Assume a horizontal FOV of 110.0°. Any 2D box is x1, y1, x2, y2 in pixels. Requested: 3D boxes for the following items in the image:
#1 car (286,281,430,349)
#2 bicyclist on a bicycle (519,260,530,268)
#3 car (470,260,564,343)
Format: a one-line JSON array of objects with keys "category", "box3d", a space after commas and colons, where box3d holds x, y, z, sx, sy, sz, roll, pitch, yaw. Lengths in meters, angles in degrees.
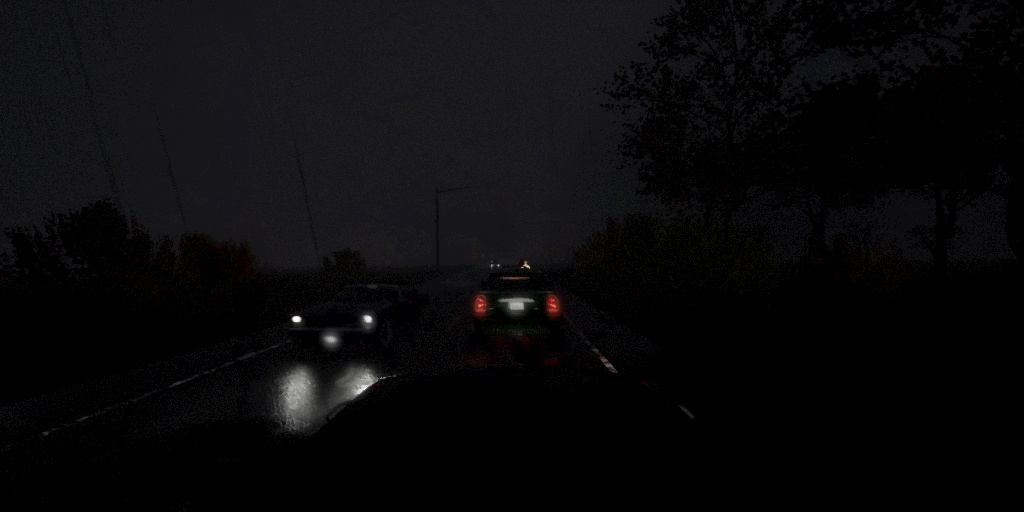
[{"category": "car", "box3d": [-3.587, 1.348, 9.318, 1.895, 1.301, 4.718, 0, 0, 0]}, {"category": "bicyclist on a bicycle", "box3d": [0.975, 1.177, 25.641, 0.866, 1.612, 1.509, 0, 0, 1]}, {"category": "car", "box3d": [0.113, 1.099, 9.818, 2.097, 1.767, 4.553, 0, 0, 0]}]
